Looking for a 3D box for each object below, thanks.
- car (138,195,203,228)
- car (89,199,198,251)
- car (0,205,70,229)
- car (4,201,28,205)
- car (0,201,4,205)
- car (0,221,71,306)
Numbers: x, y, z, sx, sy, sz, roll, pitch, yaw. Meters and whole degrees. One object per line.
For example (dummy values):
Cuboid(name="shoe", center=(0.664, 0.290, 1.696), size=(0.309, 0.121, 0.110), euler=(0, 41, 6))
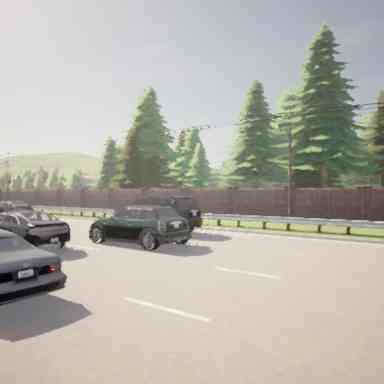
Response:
Cuboid(name="car", center=(-2.046, 1.207, 18.322), size=(5.566, 2.045, 2.150), euler=(0, 0, 36))
Cuboid(name="car", center=(-2.329, 1.340, 14.213), size=(4.553, 1.767, 2.097), euler=(0, 0, 36))
Cuboid(name="car", center=(-6.798, 1.477, 13.115), size=(4.902, 1.511, 2.128), euler=(0, 0, 36))
Cuboid(name="car", center=(-15.158, 1.460, 27.665), size=(4.902, 1.511, 2.128), euler=(0, 0, 36))
Cuboid(name="car", center=(-16.373, 1.190, 24.234), size=(5.566, 2.045, 2.150), euler=(0, 0, 36))
Cuboid(name="car", center=(-5.075, 1.538, 7.566), size=(5.357, 1.411, 2.033), euler=(0, 0, 36))
